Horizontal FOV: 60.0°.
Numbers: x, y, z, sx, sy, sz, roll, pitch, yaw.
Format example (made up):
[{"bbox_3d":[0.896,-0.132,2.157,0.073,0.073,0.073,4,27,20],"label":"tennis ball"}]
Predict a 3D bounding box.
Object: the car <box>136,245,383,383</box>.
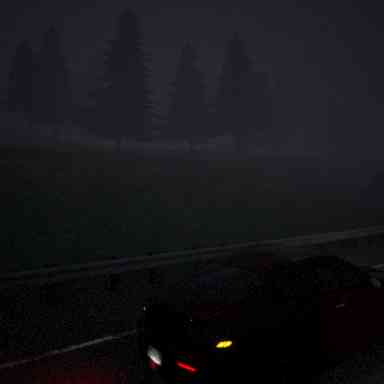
[{"bbox_3d":[1.481,1.521,4.811,4.674,1.442,1.812,0,0,-36],"label":"car"}]
